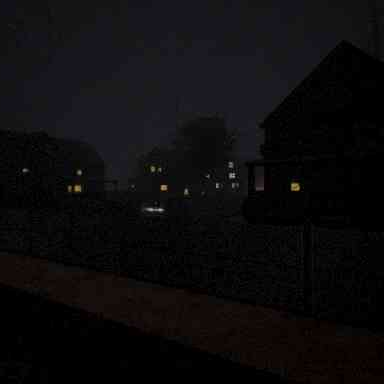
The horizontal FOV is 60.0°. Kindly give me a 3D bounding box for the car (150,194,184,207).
[{"bbox_3d":[-2.382,0.864,34.354,1.994,1.385,4.181,1,2,37],"label":"car"}]

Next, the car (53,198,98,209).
[{"bbox_3d":[-8.920,1.128,25.245,1.994,1.385,4.181,1,2,36],"label":"car"}]

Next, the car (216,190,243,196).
[{"bbox_3d":[5.050,0.481,44.665,1.882,1.535,5.008,1,2,36],"label":"car"}]
